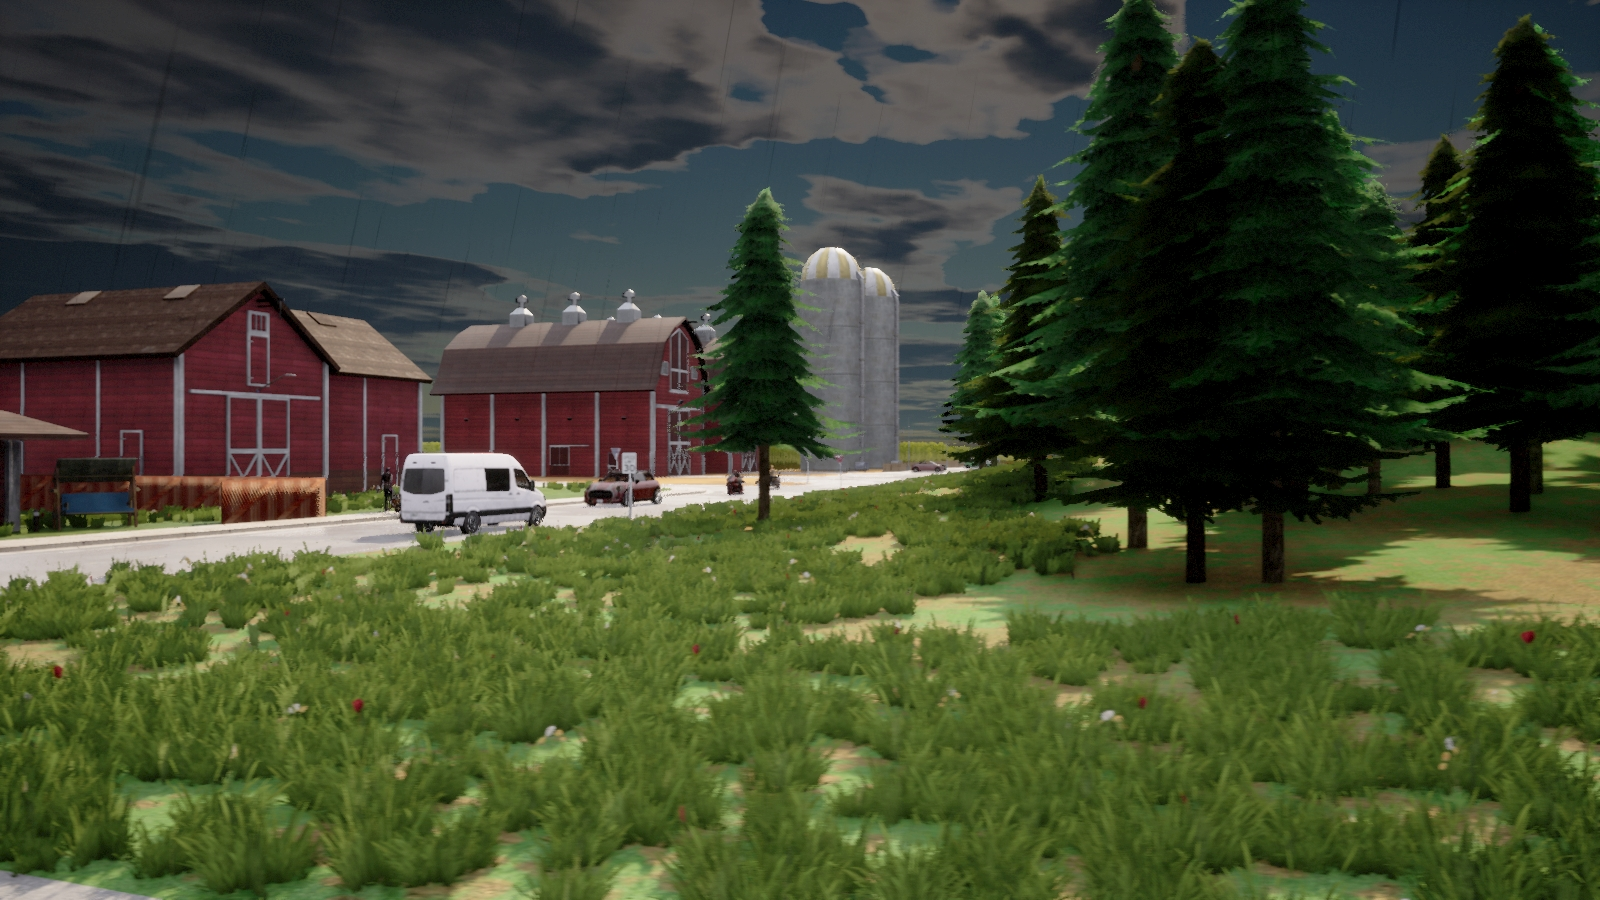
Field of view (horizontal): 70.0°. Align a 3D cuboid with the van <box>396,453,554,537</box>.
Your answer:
[{"bbox_3d":[-10.686,1.395,38.113,1.988,2.561,5.915,0,0,20],"label":"van"}]

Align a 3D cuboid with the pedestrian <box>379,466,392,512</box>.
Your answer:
[{"bbox_3d":[-16.590,1.556,45.755,0.375,1.860,0.375,0,0,8],"label":"pedestrian"}]

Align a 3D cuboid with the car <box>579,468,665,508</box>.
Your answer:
[{"bbox_3d":[-8.428,1.766,54.563,2.097,1.767,4.553,0,0,20],"label":"car"}]

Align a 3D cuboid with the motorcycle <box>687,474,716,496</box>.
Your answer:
[{"bbox_3d":[-5.865,2.069,68.017,0.867,1.251,2.209,0,0,20],"label":"motorcycle"}]
